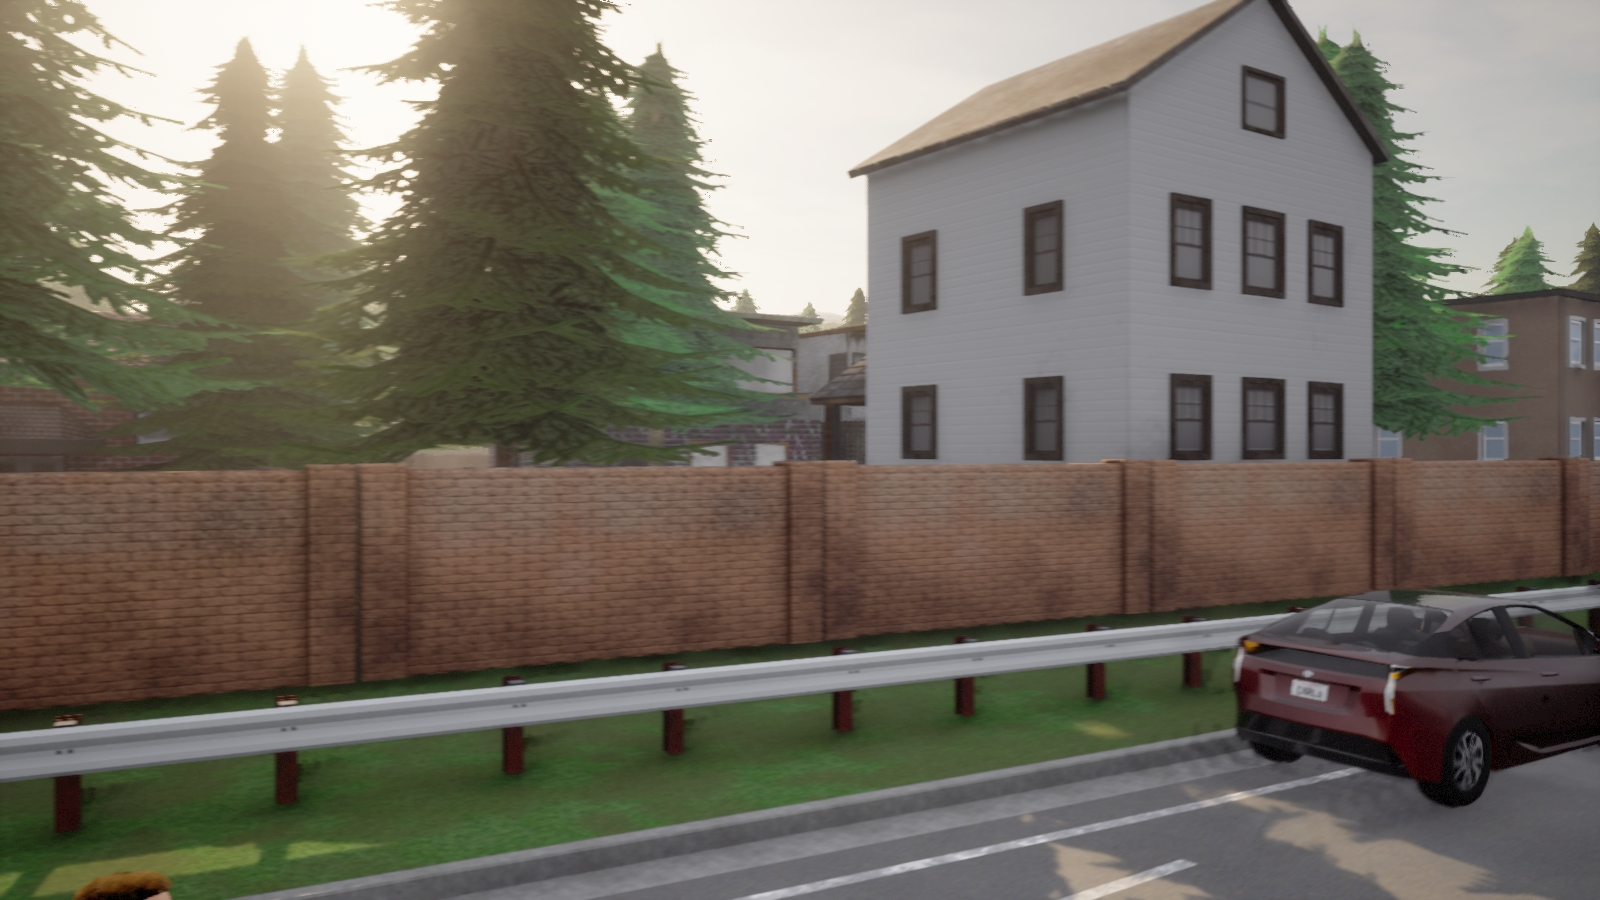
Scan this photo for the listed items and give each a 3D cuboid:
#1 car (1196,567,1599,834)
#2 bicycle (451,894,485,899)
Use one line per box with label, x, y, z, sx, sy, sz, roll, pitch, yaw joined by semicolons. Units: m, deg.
car;5.926;2.040;10.402;4.514;1.525;2.007;0;0;-32
bicycle;-1.530;2.056;2.763;1.643;1.496;0.373;1;0;-34
